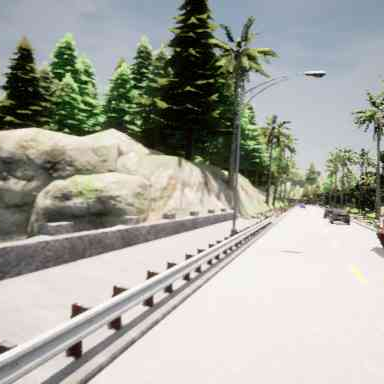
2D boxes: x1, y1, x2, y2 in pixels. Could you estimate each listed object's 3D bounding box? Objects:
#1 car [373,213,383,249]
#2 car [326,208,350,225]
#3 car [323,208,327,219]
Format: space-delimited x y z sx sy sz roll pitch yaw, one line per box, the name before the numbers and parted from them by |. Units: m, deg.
car | 9.738 1.623 14.893 2.150 2.045 5.566 -23 -9 17
car | 16.087 2.713 36.309 1.837 1.490 4.892 3 0 19
car | 19.539 2.968 46.734 1.882 1.535 5.008 3 -1 19
